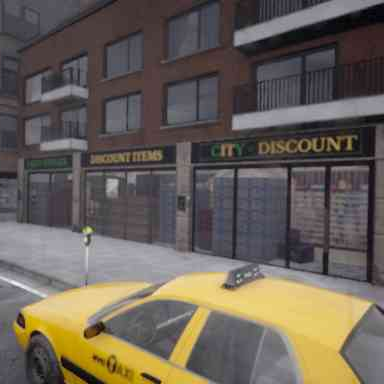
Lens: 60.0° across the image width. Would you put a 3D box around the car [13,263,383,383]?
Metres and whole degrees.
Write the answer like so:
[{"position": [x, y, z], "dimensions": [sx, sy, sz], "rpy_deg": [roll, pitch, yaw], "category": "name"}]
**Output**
[{"position": [0.214, 1.438, 3.129], "dimensions": [5.366, 1.575, 1.801], "rpy_deg": [2, 1, 39], "category": "car"}]
